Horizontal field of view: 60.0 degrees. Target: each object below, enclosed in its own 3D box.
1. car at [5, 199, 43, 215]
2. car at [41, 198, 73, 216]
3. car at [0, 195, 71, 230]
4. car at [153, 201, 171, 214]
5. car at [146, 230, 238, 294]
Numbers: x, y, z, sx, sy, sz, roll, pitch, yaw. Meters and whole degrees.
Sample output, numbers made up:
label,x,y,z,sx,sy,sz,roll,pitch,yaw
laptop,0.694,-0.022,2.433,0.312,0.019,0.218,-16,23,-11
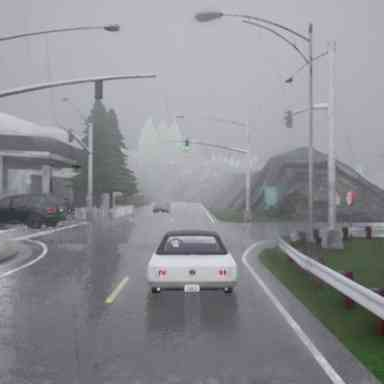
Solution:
label,x,y,z,sx,sy,sz,roll,pitch,yaw
car,-20.208,1.756,40.219,2.242,1.667,4.611,0,0,-1
car,-14.504,1.559,35.939,1.905,1.878,3.866,0,0,-1
car,-10.436,1.207,20.153,5.566,2.045,2.150,-1,1,6
car,-3.473,1.816,39.213,2.033,1.411,5.357,0,0,0
car,-0.019,1.662,8.903,1.895,1.301,4.718,0,0,-1
